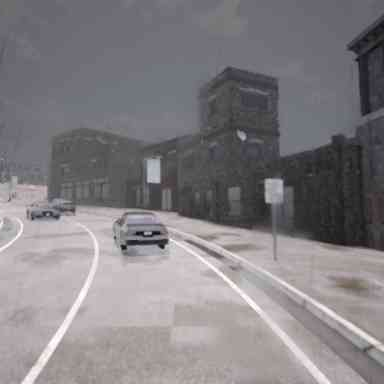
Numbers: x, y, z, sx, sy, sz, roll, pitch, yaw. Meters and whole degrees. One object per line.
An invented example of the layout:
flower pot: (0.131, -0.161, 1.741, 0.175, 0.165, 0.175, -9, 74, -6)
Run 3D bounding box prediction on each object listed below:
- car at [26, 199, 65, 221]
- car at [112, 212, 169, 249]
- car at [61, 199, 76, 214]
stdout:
car: (-11.685, 1.453, 26.094, 1.994, 1.385, 4.181, 2, -1, -33)
car: (-2.415, 1.587, 14.759, 2.033, 1.411, 5.357, 1, 0, -18)
car: (-13.421, 1.435, 33.850, 2.128, 1.511, 4.902, 4, -2, -40)
